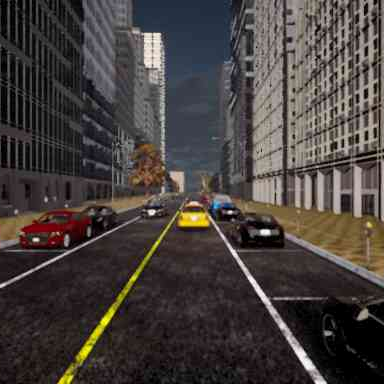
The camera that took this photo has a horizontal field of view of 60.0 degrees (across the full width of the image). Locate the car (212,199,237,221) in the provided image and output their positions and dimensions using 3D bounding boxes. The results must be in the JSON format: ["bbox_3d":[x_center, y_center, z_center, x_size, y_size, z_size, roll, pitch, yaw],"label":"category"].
[{"bbox_3d":[2.716,1.463,25.721,1.947,1.339,4.313,0,0,0],"label":"car"}]

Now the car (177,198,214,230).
[{"bbox_3d":[0.119,1.375,20.271,1.801,1.575,5.366,0,0,0],"label":"car"}]

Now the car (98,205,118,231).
[{"bbox_3d":[-5.670,1.486,20.046,1.947,1.339,4.313,0,0,0],"label":"car"}]

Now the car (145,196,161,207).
[{"bbox_3d":[-5.644,1.318,48.338,1.752,1.417,4.829,0,0,0],"label":"car"}]

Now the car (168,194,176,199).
[{"bbox_3d":[-5.602,1.136,94.046,1.802,1.307,4.206,0,0,0],"label":"car"}]

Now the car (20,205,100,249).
[{"bbox_3d":[-5.675,1.488,14.353,1.887,1.381,4.507,0,0,0],"label":"car"}]

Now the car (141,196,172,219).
[{"bbox_3d":[-3.072,1.379,27.829,2.128,1.511,4.902,0,0,0],"label":"car"}]

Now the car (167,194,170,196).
[{"bbox_3d":[-5.618,1.199,76.971,2.008,1.369,4.403,0,0,0],"label":"car"}]

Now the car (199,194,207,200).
[{"bbox_3d":[2.768,1.142,82.812,1.752,1.417,4.829,0,0,0],"label":"car"}]

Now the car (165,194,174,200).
[{"bbox_3d":[-5.613,1.183,82.663,1.947,1.339,4.313,0,0,0],"label":"car"}]

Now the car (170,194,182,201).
[{"bbox_3d":[-2.937,1.236,68.921,1.994,1.385,4.181,0,0,0],"label":"car"}]

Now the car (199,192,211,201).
[{"bbox_3d":[2.759,0.993,71.258,2.192,1.841,5.009,0,0,0],"label":"car"}]

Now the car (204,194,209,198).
[{"bbox_3d":[2.727,1.287,37.106,1.967,1.590,4.097,0,0,0],"label":"car"}]

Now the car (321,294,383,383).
[{"bbox_3d":[2.696,1.554,2.953,1.947,1.339,4.313,0,0,0],"label":"car"}]

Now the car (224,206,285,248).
[{"bbox_3d":[2.706,1.510,14.337,1.947,1.339,4.313,0,0,0],"label":"car"}]

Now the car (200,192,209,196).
[{"bbox_3d":[2.749,1.051,59.873,2.192,1.841,5.009,0,0,0],"label":"car"}]

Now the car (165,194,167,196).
[{"bbox_3d":[-5.639,1.315,54.202,2.008,1.369,4.403,0,0,0],"label":"car"}]

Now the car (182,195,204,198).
[{"bbox_3d":[0.134,1.390,41.431,1.994,1.385,4.181,0,0,0],"label":"car"}]

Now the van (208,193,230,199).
[{"bbox_3d":[2.722,1.213,31.414,1.690,1.788,3.998,0,0,0],"label":"van"}]
